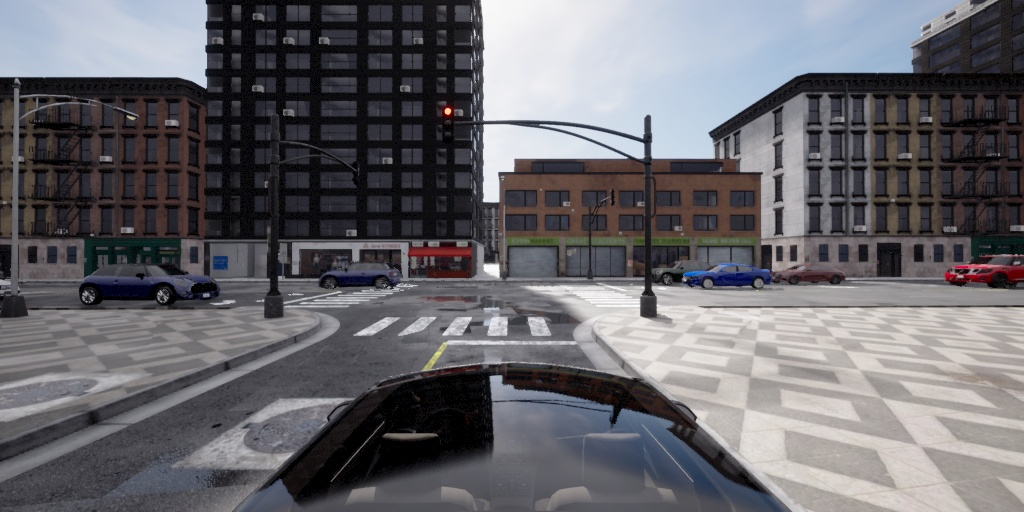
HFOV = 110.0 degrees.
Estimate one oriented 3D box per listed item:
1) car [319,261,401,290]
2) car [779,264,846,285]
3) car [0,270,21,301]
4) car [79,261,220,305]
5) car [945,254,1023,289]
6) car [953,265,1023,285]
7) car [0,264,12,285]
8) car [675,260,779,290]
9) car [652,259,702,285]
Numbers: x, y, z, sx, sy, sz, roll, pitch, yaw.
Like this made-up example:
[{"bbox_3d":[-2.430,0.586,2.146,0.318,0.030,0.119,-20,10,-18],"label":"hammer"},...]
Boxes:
[{"bbox_3d":[-9.272,1.131,21.999,4.553,1.767,2.097,0,0,0],"label":"car"},{"bbox_3d":[20.793,1.272,25.327,4.674,1.442,1.812,0,0,0],"label":"car"},{"bbox_3d":[-24.098,1.279,15.251,4.674,1.442,1.812,0,0,0],"label":"car"},{"bbox_3d":[-15.217,1.088,15.257,4.553,1.767,2.097,0,0,1],"label":"car"},{"bbox_3d":[30.408,0.921,22.121,5.566,2.045,2.150,0,0,0],"label":"car"},{"bbox_3d":[34.710,1.318,25.374,4.718,1.301,1.895,0,0,0],"label":"car"},{"bbox_3d":[-39.008,1.351,25.156,4.902,1.511,2.128,0,0,0],"label":"car"},{"bbox_3d":[13.103,1.213,22.058,5.008,1.535,1.882,0,0,-2],"label":"car"},{"bbox_3d":[11.965,1.117,25.316,4.553,1.767,2.097,0,0,0],"label":"car"}]
